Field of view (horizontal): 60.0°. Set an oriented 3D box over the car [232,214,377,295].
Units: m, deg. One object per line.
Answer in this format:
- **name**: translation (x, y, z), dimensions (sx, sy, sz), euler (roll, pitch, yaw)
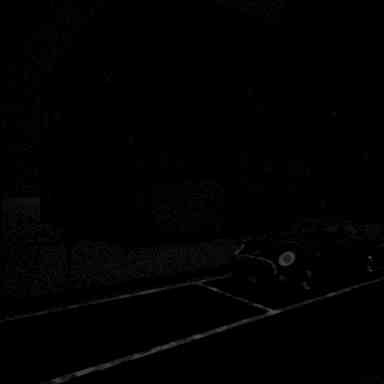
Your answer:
- **car**: translation (2.968, 1.432, 8.651), dimensions (4.097, 1.590, 1.967), euler (0, 0, -36)
